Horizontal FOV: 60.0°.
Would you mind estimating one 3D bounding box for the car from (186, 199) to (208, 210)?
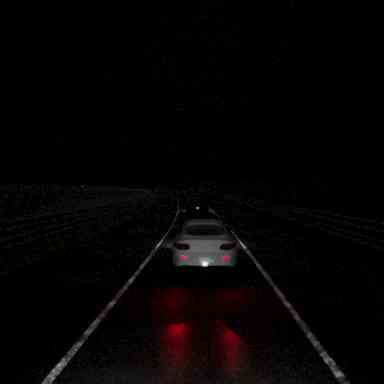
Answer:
[{"bbox_3d":[0.452,1.332,30.939,1.994,1.385,4.181,0,1,-1],"label":"car"}]

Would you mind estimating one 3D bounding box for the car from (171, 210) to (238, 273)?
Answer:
[{"bbox_3d":[0.371,1.506,10.489,1.812,1.442,4.674,0,0,1],"label":"car"}]
